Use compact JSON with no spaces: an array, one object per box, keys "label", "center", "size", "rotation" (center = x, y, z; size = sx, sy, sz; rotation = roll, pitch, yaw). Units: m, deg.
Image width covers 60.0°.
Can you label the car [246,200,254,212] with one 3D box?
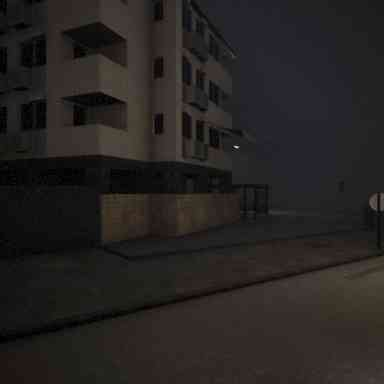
[{"label":"car","center":[5.641,1.546,38.030],"size":[2.033,1.411,5.357],"rotation":[0,0,-35]}]
